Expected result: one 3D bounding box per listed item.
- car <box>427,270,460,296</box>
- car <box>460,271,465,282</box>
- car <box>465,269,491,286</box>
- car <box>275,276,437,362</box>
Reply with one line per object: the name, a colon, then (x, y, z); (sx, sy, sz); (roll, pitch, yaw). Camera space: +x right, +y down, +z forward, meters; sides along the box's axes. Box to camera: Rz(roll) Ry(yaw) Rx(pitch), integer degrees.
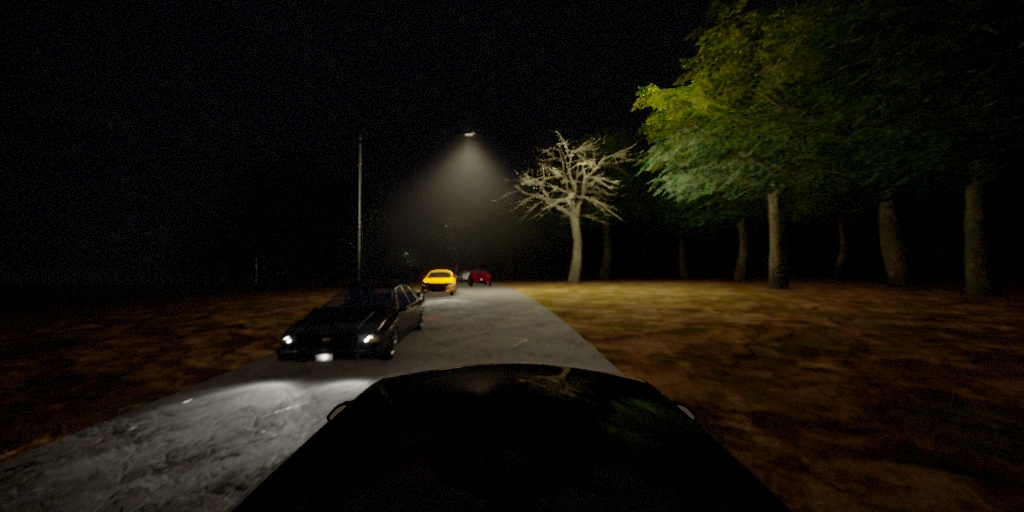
car: (-4.508, 1.616, 22.681); (1.882, 1.535, 5.008); (0, -2, -7)
car: (-5.744, 2.577, 45.316); (1.812, 1.442, 4.674); (0, -3, -15)
car: (-3.113, 1.989, 33.772); (1.882, 1.535, 5.008); (0, -2, -10)
car: (-3.375, 1.394, 8.833); (2.033, 1.411, 5.357); (0, -1, -3)
